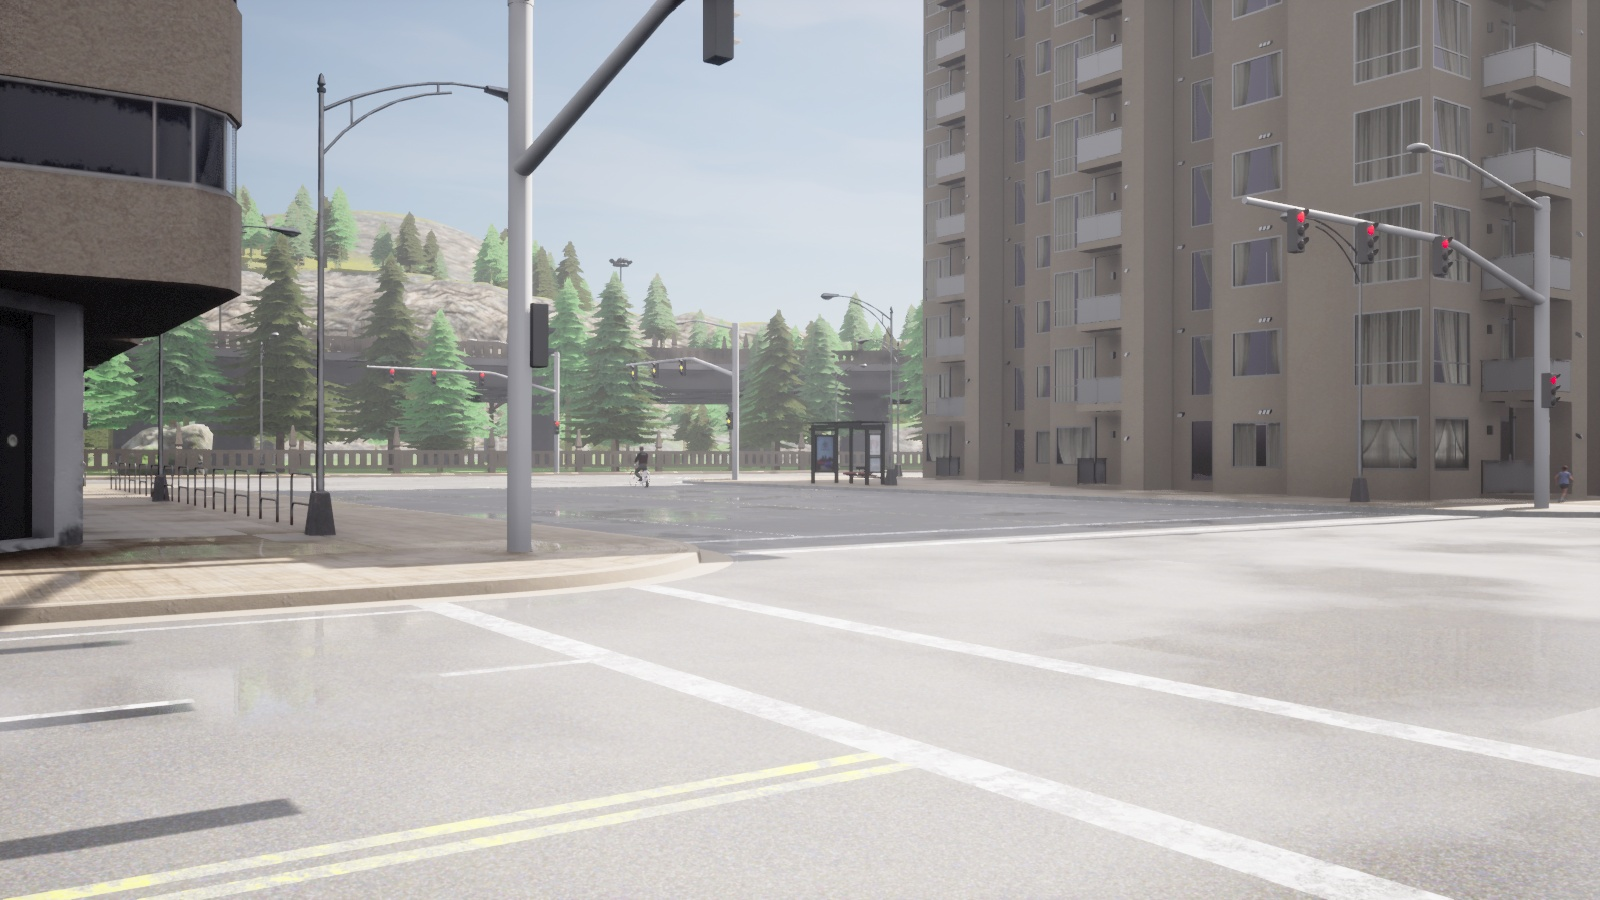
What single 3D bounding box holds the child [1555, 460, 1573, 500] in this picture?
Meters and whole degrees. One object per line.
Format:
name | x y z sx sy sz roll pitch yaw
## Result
child | 21.330 0.824 35.073 0.394 1.110 0.255 0 0 -28
